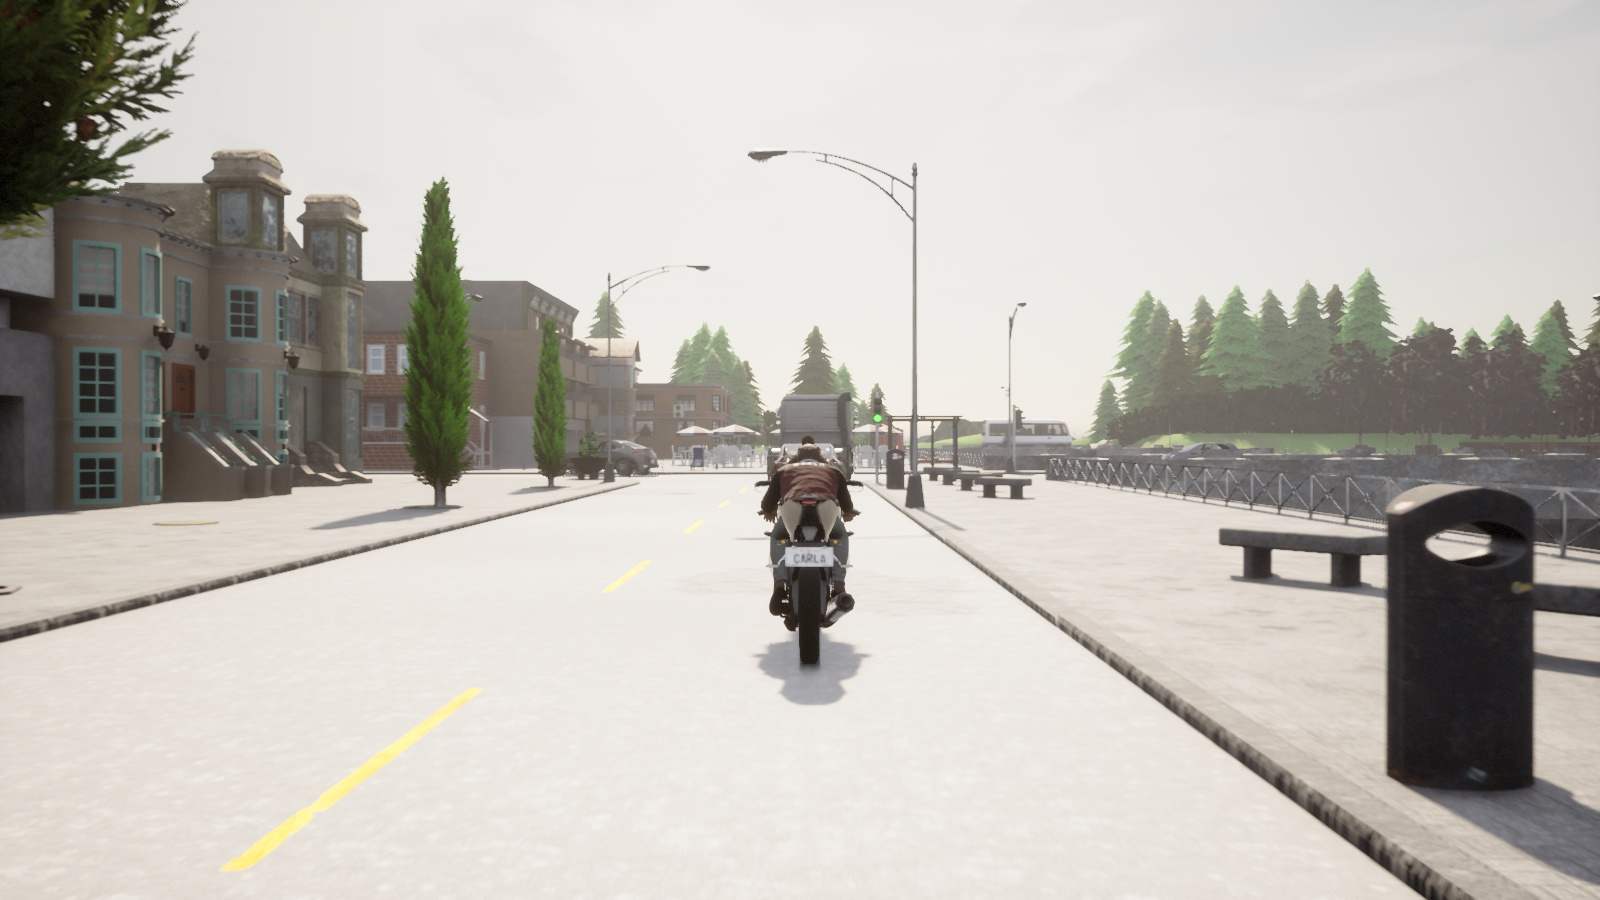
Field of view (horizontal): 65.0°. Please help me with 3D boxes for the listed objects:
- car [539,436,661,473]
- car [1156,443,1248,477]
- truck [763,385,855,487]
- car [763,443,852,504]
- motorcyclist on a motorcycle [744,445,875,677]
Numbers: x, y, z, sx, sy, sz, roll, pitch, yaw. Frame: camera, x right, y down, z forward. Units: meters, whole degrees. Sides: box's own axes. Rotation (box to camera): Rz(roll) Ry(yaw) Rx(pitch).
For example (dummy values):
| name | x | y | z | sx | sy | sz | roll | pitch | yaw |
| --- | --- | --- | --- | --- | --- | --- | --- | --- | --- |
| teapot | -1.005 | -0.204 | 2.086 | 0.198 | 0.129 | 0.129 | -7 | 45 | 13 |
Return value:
| name | x | y | z | sx | sy | sz | roll | pitch | yaw |
| --- | --- | --- | --- | --- | --- | --- | --- | --- | --- |
| car | -9.057 | 0.196 | 57.022 | 5.027 | 1.651 | 2.152 | 0 | 0 | 17 |
| car | 18.253 | 0.453 | 57.131 | 3.633 | 1.501 | 1.845 | 0 | 0 | 0 |
| truck | 0.465 | -0.498 | 46.607 | 2.891 | 3.462 | 7.936 | 0 | 0 | 4 |
| car | 0.198 | 0.560 | 33.066 | 2.163 | 1.488 | 4.792 | 0 | 0 | 0 |
| motorcyclist on a motorcycle | 0.067 | 0.729 | 9.395 | 0.866 | 1.530 | 2.191 | 0 | 0 | 0 |
